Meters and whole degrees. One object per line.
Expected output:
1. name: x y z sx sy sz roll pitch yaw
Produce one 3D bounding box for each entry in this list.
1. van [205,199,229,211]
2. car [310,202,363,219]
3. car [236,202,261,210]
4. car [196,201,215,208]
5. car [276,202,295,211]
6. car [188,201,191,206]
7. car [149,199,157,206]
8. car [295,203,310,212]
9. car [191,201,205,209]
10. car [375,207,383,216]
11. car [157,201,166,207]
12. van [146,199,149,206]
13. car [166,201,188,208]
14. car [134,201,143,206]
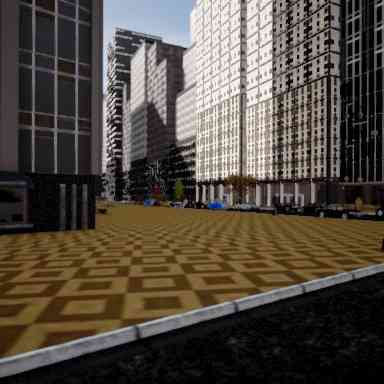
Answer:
1. van: 4.082 1.997 51.186 1.690 1.788 3.998 -1 -1 -25
2. car: 13.566 1.806 30.780 2.008 1.369 4.403 -1 -1 -25
3. car: 9.030 2.309 54.073 1.895 1.301 4.718 0 -1 -25
4. car: 2.722 2.540 67.650 1.994 1.385 4.181 0 -1 -25
5. car: 14.056 2.158 49.613 1.947 1.339 4.313 -1 -1 -25
6. car: -0.162 2.798 80.217 1.802 1.307 4.206 -1 -1 -25
7. car: -7.763 2.724 76.686 1.887 1.381 4.507 -1 -1 -25
8. car: 16.426 2.057 44.513 1.947 1.339 4.313 -1 -1 -25
9. car: 2.109 2.422 61.851 1.837 1.490 4.892 0 -1 -25
10. car: 21.166 1.843 34.311 2.008 1.369 4.403 -1 -1 -25
11. car: -5.322 2.595 71.432 1.752 1.417 4.829 -1 -1 -25
12. van: -10.136 2.627 81.789 1.690 1.788 3.998 -1 -1 -25
13. car: -3.023 2.518 66.485 2.008 1.369 4.403 -1 -1 -25
14. car: -14.871 3.046 91.987 1.887 1.381 4.507 -1 -1 -25
